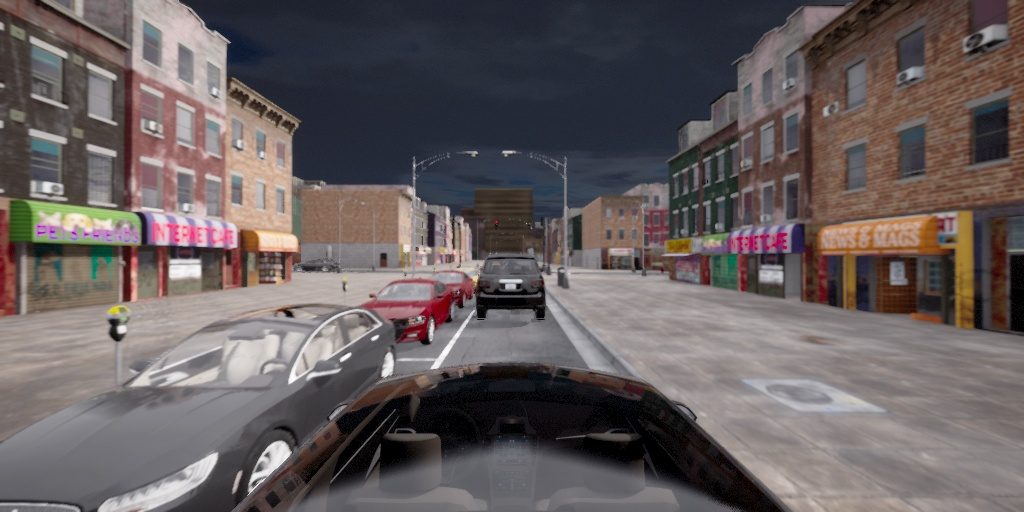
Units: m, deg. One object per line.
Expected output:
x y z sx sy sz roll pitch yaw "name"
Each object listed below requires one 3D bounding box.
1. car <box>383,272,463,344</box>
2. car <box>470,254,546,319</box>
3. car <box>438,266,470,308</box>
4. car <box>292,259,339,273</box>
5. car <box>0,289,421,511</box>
-2.637 1.286 9.532 1.888 1.381 4.507 0 0 0 "car"
-0.027 0.960 12.837 2.150 2.045 5.566 0 0 0 "car"
-2.637 1.282 15.027 1.888 1.381 4.507 0 0 0 "car"
-22.137 1.097 40.528 4.892 1.490 1.837 0 0 0 "car"
-2.637 1.297 4.039 2.007 1.370 4.403 0 0 0 "car"
